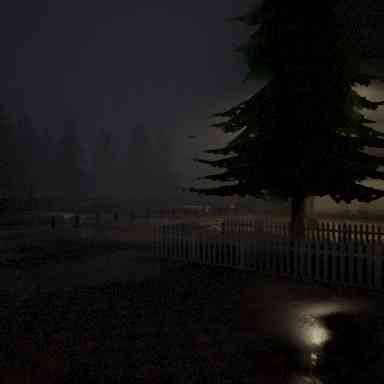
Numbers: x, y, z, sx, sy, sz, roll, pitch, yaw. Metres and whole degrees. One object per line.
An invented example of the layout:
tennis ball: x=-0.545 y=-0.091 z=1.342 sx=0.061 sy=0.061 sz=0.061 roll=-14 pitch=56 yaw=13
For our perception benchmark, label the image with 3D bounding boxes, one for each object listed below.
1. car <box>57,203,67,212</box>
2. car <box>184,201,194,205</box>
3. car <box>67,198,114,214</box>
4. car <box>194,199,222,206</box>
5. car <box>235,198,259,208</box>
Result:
car: x=-12.775 y=1.490 z=37.668 sx=1.837 sy=1.490 sz=4.892 roll=0 pitch=0 yaw=36
car: x=0.991 y=1.204 z=56.691 sx=2.150 sy=2.045 sz=5.566 roll=0 pitch=0 yaw=36
car: x=-10.325 y=1.513 z=35.051 sx=1.812 sy=1.442 sz=4.674 roll=0 pitch=0 yaw=35
car: x=2.948 y=1.465 z=53.438 sx=1.882 sy=1.535 sz=5.008 roll=0 pitch=0 yaw=36
car: x=8.157 y=1.343 z=48.659 sx=2.097 sy=1.767 sz=4.553 roll=0 pitch=0 yaw=36
